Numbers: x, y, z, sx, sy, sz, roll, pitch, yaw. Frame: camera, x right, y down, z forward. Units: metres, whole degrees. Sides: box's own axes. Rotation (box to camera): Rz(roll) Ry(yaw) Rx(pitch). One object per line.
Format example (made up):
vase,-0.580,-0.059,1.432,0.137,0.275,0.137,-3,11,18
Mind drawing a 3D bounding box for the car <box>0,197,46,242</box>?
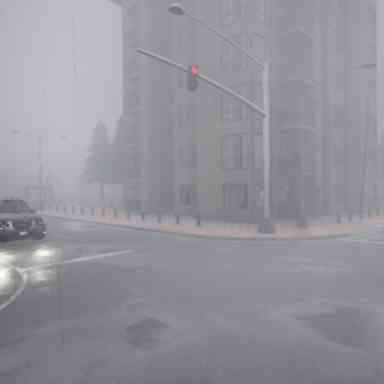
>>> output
car,-8.905,1.302,15.771,2.150,2.045,5.566,-1,2,-44
